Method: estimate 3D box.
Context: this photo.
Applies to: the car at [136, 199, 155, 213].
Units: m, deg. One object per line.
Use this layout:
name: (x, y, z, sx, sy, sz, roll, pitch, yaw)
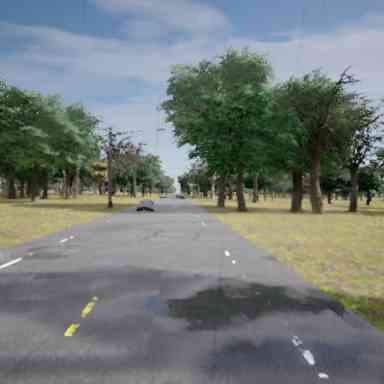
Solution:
car: (-5.120, 1.527, 37.362, 2.033, 1.411, 5.357, 0, 0, -2)
